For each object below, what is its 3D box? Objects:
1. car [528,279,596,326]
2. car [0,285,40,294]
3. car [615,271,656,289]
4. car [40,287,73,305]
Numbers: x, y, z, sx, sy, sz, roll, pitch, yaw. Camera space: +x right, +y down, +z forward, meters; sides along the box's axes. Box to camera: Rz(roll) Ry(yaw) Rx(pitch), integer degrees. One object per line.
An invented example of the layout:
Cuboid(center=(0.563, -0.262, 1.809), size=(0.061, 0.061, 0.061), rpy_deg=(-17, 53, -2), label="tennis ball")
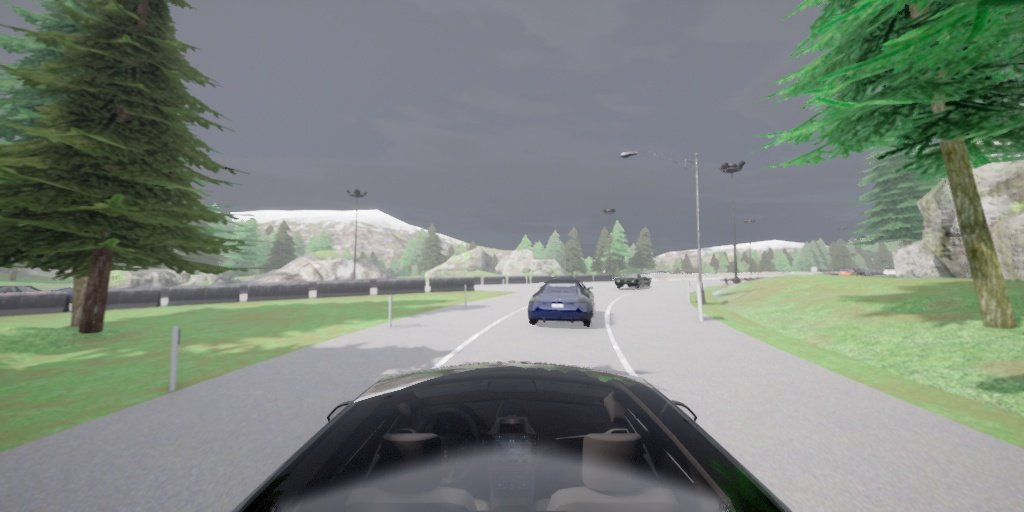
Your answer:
Cuboid(center=(1.845, 1.488, 12.520), size=(1.994, 1.385, 4.181), rpy_deg=(-1, -2, 14), label="car")
Cuboid(center=(-31.620, 2.513, 20.771), size=(4.553, 1.767, 2.097), rpy_deg=(-1, -3, -23), label="car")
Cuboid(center=(10.602, 2.155, 31.082), size=(1.895, 1.301, 4.718), rpy_deg=(-1, -2, 36), label="car")
Cuboid(center=(-33.012, 2.714, 23.976), size=(4.553, 1.767, 2.097), rpy_deg=(-1, -3, -23), label="car")
